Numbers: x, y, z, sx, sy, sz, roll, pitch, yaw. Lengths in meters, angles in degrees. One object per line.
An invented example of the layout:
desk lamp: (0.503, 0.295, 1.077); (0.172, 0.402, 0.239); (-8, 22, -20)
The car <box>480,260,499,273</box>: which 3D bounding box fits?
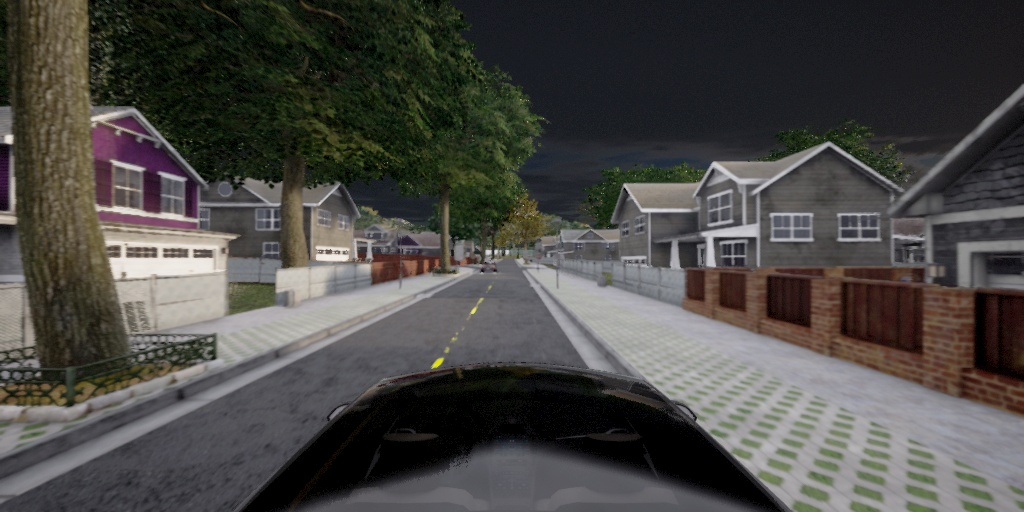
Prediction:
car: (-2.810, 1.259, 44.312); (1.812, 1.442, 4.674); (0, 0, 0)
